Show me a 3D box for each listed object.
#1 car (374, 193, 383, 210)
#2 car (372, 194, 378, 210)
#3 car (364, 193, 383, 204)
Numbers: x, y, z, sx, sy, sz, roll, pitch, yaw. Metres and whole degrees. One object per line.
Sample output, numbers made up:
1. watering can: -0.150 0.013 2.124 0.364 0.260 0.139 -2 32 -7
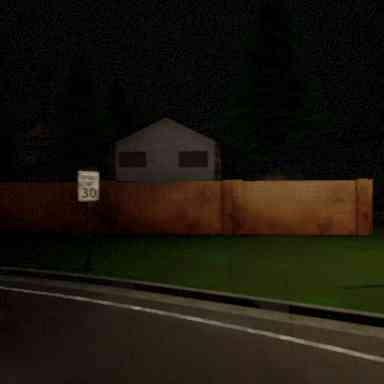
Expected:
1. car: 20.061 1.158 35.547 1.994 1.385 4.181 0 0 4
2. car: 16.387 1.195 33.421 1.994 1.385 4.181 0 0 4
3. car: 28.226 0.918 50.455 2.128 1.511 4.902 0 0 4
